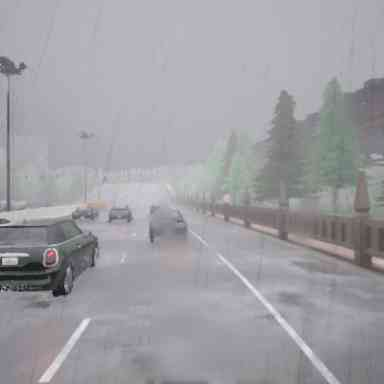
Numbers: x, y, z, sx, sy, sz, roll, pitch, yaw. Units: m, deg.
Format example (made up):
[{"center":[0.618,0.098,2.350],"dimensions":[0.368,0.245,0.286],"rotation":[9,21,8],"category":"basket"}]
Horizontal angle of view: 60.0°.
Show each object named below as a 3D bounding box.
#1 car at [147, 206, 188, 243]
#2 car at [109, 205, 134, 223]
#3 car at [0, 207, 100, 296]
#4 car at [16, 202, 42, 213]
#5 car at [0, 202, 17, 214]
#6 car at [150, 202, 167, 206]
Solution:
[{"center":[-1.300,1.700,17.535],"dimensions":[2.128,1.511,4.902],"rotation":[0,-1,-7],"category":"car"},{"center":[-6.340,1.874,30.034],"dimensions":[2.128,1.511,4.902],"rotation":[0,-1,-7],"category":"car"},{"center":[-3.952,1.483,9.048],"dimensions":[2.097,1.767,4.553],"rotation":[0,-1,-5],"category":"car"},{"center":[-22.559,2.147,46.221],"dimensions":[1.994,1.385,4.181],"rotation":[0,-1,-7],"category":"car"},{"center":[-26.032,2.166,45.789],"dimensions":[1.994,1.385,4.181],"rotation":[0,-1,-7],"category":"car"},{"center":[-3.865,1.940,38.508],"dimensions":[1.882,1.535,5.008],"rotation":[0,-1,-7],"category":"car"}]
